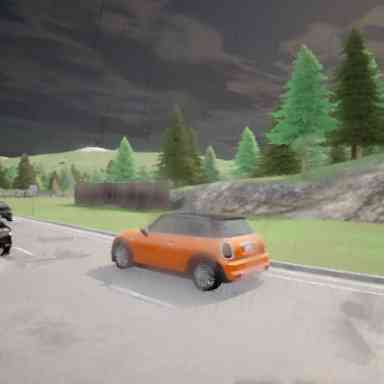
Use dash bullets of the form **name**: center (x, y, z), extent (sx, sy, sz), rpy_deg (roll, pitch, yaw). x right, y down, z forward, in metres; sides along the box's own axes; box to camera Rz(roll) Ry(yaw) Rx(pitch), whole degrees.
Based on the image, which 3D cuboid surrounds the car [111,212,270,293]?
- **car**: center (-0.246, 1.335, 9.183), extent (4.553, 1.767, 2.097), rpy_deg (0, 0, 42)

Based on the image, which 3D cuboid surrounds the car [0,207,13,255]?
- **car**: center (-8.051, 1.425, 12.034), extent (2.128, 1.511, 4.902), rpy_deg (0, 0, -44)

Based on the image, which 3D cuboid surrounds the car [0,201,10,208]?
- **car**: center (-14.490, 1.380, 24.073), extent (1.837, 1.490, 4.892), rpy_deg (0, 0, -43)
